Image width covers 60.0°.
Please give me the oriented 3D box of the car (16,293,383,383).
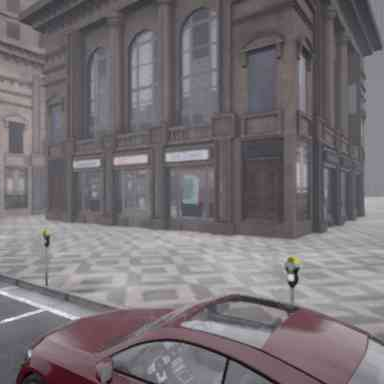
[{"bbox_3d":[0.227,1.589,2.798,4.206,1.307,1.802,0,0,35],"label":"car"}]
